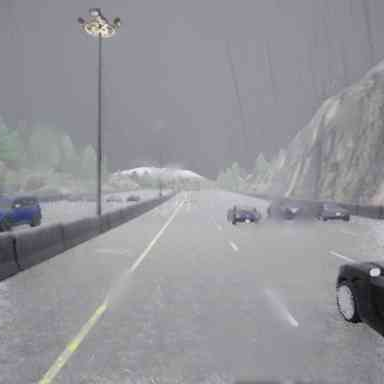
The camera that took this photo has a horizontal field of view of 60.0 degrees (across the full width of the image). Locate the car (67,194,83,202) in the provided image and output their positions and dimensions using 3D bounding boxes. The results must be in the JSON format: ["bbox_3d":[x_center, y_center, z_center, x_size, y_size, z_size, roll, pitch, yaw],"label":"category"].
[{"bbox_3d":[-20.995,1.084,60.194,1.837,1.490,4.892,0,1,0],"label":"car"}]

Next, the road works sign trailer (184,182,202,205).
[{"bbox_3d":[0.006,0.192,51.222,2.380,3.560,2.880,0,1,0],"label":"road works sign trailer"}]

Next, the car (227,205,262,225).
[{"bbox_3d":[3.608,1.594,23.835,1.895,1.301,4.718,0,0,0],"label":"car"}]

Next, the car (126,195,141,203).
[{"bbox_3d":[-10.511,1.191,59.775,1.895,1.301,4.718,0,1,1],"label":"car"}]

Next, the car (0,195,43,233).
[{"bbox_3d":[-10.593,1.232,18.973,2.150,2.045,5.566,0,0,0],"label":"car"}]

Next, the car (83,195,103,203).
[{"bbox_3d":[-17.511,1.153,59.813,1.994,1.385,4.181,0,1,1],"label":"car"}]

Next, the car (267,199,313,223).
[{"bbox_3d":[7.108,1.338,25.224,2.097,1.767,4.553,0,0,0],"label":"car"}]

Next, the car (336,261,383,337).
[{"bbox_3d":[3.602,1.490,4.191,1.882,1.535,5.008,0,0,0],"label":"car"}]

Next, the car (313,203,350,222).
[{"bbox_3d":[10.609,1.545,26.139,1.994,1.385,4.181,0,0,0],"label":"car"}]

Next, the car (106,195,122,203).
[{"bbox_3d":[-14.011,1.191,59.776,1.895,1.301,4.718,0,1,1],"label":"car"}]
